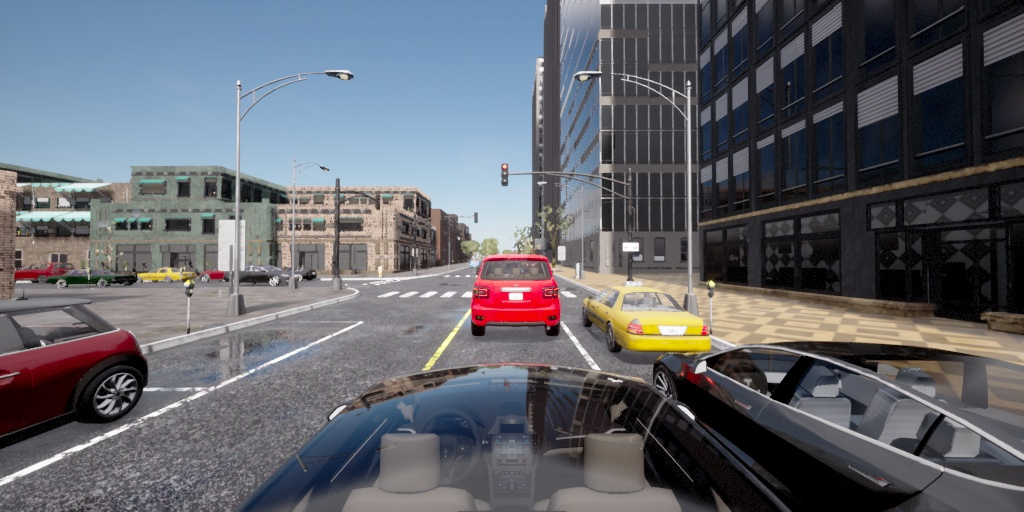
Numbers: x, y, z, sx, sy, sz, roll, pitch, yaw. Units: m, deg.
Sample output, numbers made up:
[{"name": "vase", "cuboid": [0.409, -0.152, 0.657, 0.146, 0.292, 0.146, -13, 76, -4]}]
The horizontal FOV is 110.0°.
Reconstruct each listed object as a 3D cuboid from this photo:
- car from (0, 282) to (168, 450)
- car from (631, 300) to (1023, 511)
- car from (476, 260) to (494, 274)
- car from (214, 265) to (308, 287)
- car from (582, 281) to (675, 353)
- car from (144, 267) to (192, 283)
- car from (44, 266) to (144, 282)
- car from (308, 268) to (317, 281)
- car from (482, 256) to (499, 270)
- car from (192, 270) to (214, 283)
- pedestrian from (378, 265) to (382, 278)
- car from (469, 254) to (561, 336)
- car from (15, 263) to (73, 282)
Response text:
[{"name": "car", "cuboid": [-5.692, 1.190, 2.852, 1.967, 1.591, 4.097, 0, 0, 0]}, {"name": "car", "cuboid": [2.656, 1.316, 2.815, 1.948, 1.339, 4.313, 0, 0, 0]}, {"name": "car", "cuboid": [-3.176, 1.269, 43.559, 1.837, 1.490, 4.892, 0, 0, 0]}, {"name": "car", "cuboid": [-17.885, 1.381, 25.703, 4.902, 1.511, 2.128, -1, -1, 2]}, {"name": "car", "cuboid": [2.814, 1.277, 8.628, 1.751, 1.417, 4.829, 0, 0, 0]}, {"name": "car", "cuboid": [-30.738, 1.627, 31.606, 4.829, 1.417, 1.751, 0, 0, 1]}, {"name": "car", "cuboid": [-29.966, 1.605, 25.815, 4.718, 1.301, 1.895, -1, -1, 1]}, {"name": "car", "cuboid": [-19.473, 1.561, 31.485, 4.313, 1.339, 1.948, 0, 0, 1]}, {"name": "car", "cuboid": [-3.186, 0.990, 54.039, 2.150, 2.045, 5.566, 0, 0, 1]}, {"name": "car", "cuboid": [-25.020, 1.488, 31.545, 4.097, 1.591, 1.967, 0, 0, 1]}, {"name": "pedestrian", "cuboid": [-12.611, 1.398, 34.365, 0.375, 1.300, 0.375, 0, 0, 1]}, {"name": "car", "cuboid": [0.082, 0.975, 10.503, 2.150, 2.045, 5.566, 0, 0, 0]}, {"name": "car", "cuboid": [-41.664, 1.522, 31.723, 5.009, 1.841, 2.192, 0, 0, 1]}]
